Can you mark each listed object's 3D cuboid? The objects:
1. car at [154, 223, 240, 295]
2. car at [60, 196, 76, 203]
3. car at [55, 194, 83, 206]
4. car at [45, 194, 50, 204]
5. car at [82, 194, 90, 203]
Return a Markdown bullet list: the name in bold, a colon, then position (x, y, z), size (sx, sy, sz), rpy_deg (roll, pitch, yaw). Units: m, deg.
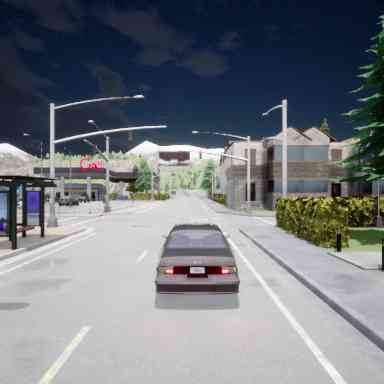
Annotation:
- **car**: position (0.107, 1.547, 8.895), size (2.033, 1.411, 5.357), rpy_deg (0, 0, 0)
- **car**: position (-25.896, 1.552, 69.582), size (1.970, 1.475, 3.806), rpy_deg (0, 0, 0)
- **car**: position (-18.882, 1.490, 51.105), size (2.007, 1.523, 4.514), rpy_deg (0, 0, 0)
- **car**: position (-25.842, 1.289, 61.103), size (1.932, 1.855, 4.605), rpy_deg (0, 0, 0)
- **car**: position (-22.571, 1.268, 68.977), size (1.905, 1.878, 3.866), rpy_deg (0, 0, 0)
